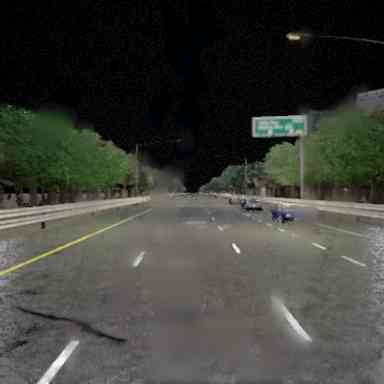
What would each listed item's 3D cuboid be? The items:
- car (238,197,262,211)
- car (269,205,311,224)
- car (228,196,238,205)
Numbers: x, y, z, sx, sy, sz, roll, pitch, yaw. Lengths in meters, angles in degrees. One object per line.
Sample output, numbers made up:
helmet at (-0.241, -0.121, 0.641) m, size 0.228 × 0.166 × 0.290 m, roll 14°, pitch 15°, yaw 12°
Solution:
car at (7.063, 1.541, 39.845) m, size 1.994 × 1.385 × 4.181 m, roll 0°, pitch 0°, yaw 0°
car at (7.024, 1.590, 24.354) m, size 1.895 × 1.301 × 4.718 m, roll 0°, pitch 0°, yaw 0°
car at (7.103, 1.458, 55.721) m, size 2.128 × 1.511 × 4.902 m, roll 0°, pitch 0°, yaw 0°
